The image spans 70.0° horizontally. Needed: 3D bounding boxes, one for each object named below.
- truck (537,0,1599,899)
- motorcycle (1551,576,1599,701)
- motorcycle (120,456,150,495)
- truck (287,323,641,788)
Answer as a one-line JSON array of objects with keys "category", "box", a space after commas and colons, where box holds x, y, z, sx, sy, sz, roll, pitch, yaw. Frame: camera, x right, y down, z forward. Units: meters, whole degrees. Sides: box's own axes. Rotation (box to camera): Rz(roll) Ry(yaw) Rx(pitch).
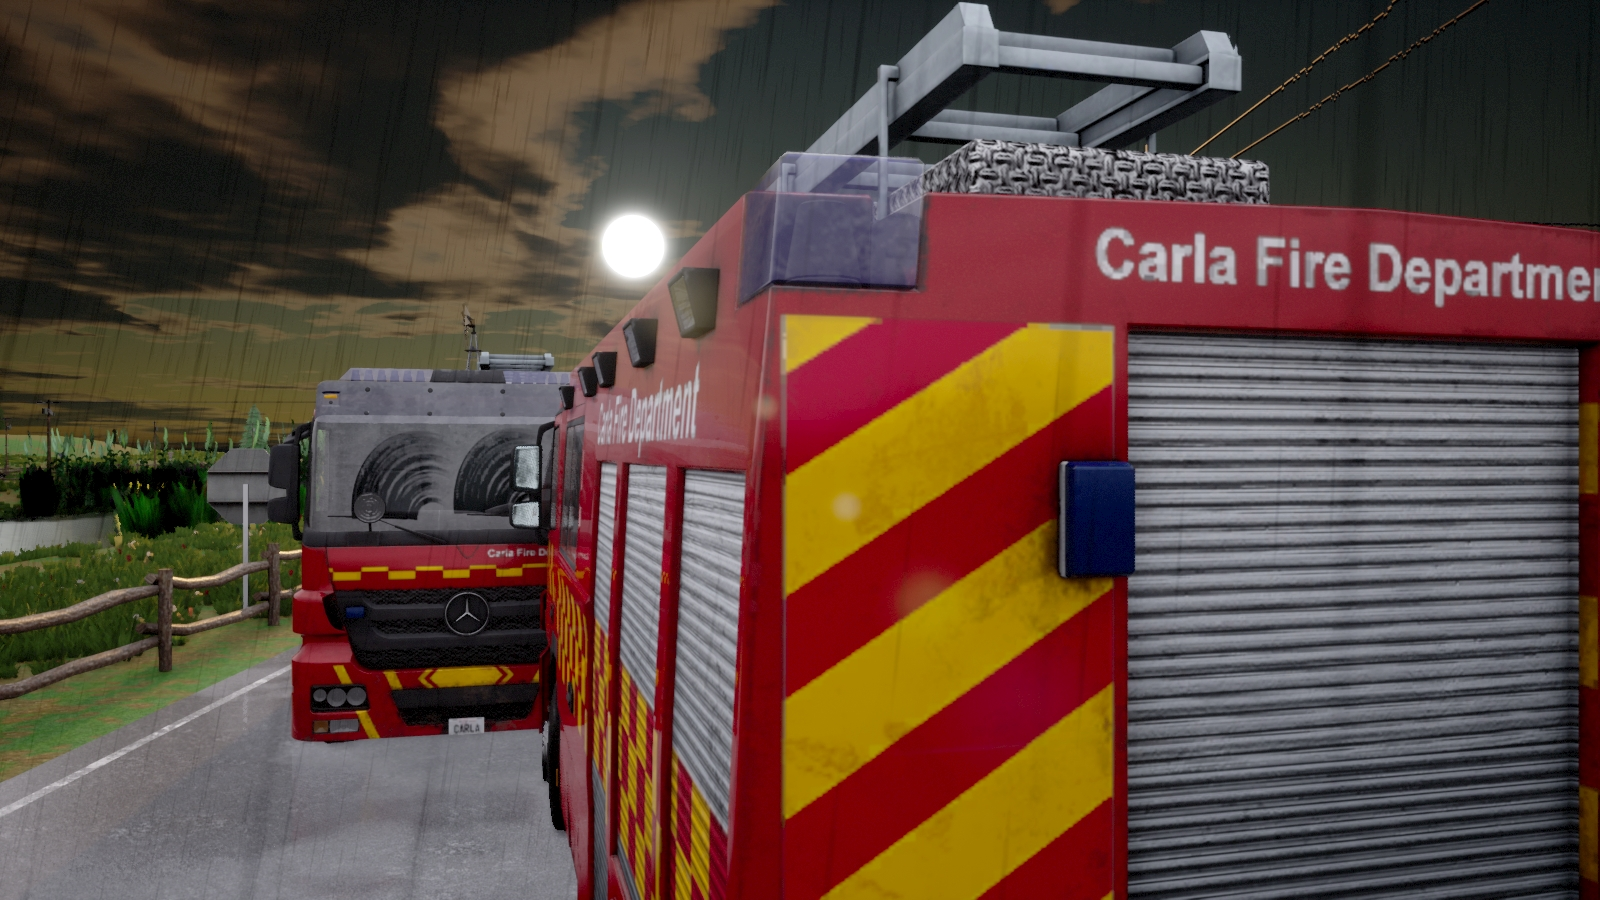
[{"category": "truck", "box": [0.061, 0.867, 6.874, 2.891, 3.827, 8.468, 0, 0, -15]}, {"category": "motorcycle", "box": [9.779, 2.142, 13.113, 1.805, 1.316, 0.856, 0, 0, -7]}, {"category": "motorcycle", "box": [-41.369, 1.577, 71.142, 0.803, 2.348, 2.033, 0, 0, -4]}, {"category": "truck", "box": [-3.917, 0.862, 13.853, 2.891, 3.827, 8.468, 0, 0, -15]}]
